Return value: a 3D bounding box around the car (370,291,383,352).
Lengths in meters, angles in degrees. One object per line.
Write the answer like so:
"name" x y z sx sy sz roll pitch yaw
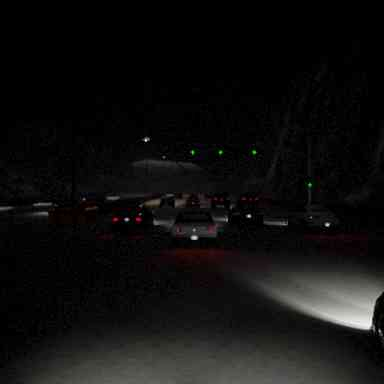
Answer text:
"car" 3.599 1.556 3.157 1.994 1.385 4.181 0 0 0

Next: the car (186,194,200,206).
"car" 0.127 1.373 41.593 2.033 1.411 5.357 0 0 0

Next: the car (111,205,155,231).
"car" -3.406 1.490 19.888 2.033 1.411 5.357 0 0 0

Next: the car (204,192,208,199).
"car" 3.789 0.838 76.938 2.128 1.511 4.902 0 1 0

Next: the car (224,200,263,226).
"car" 3.594 1.499 22.946 1.994 1.385 4.181 0 0 0

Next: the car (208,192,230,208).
"car" 3.637 1.038 42.959 2.150 2.045 5.566 0 0 0

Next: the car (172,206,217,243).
"car" 0.096 1.557 15.735 1.895 1.301 4.718 0 0 0

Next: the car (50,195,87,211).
"car" -14.002 1.356 37.937 1.837 1.490 4.892 0 0 0

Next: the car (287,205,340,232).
"car" 7.082 1.471 19.718 1.812 1.442 4.674 0 0 0

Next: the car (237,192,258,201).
"car" 7.139 1.037 43.164 2.150 2.045 5.566 0 0 0

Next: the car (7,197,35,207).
"car" -24.432 1.378 47.668 1.895 1.301 4.718 0 1 0

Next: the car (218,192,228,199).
"car" 7.306 0.803 79.177 2.033 1.411 5.357 0 1 0

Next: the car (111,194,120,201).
"car" -13.852 1.172 58.209 1.812 1.442 4.674 0 1 0

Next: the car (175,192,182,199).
"car" -3.210 0.790 76.985 1.882 1.535 5.008 0 1 0

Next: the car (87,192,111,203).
"car" -13.929 0.995 48.029 2.150 2.045 5.566 0 1 0

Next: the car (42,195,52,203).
"car" -24.356 1.217 57.739 1.994 1.385 4.181 0 1 0

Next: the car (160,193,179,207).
"car" -3.338 1.282 46.501 2.128 1.511 4.902 0 0 0
